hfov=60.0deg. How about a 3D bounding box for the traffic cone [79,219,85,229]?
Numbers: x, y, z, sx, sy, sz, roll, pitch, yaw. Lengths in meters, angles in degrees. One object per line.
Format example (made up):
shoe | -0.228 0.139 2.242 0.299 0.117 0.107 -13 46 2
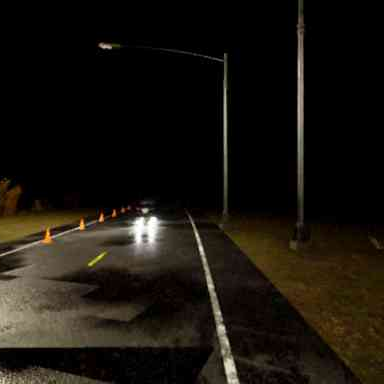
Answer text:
traffic cone | -6.483 1.873 19.615 0.340 0.580 0.340 0 0 -2

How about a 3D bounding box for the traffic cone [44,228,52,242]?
traffic cone | -6.339 1.896 14.641 0.340 0.580 0.340 0 0 -1

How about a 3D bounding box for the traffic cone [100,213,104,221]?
traffic cone | -6.666 1.849 24.588 0.340 0.580 0.340 0 0 -2

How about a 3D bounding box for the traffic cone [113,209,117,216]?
traffic cone | -6.887 1.823 29.559 0.340 0.580 0.340 0 0 -3

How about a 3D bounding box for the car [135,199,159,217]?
car | -3.964 1.354 29.767 2.128 1.511 4.902 0 0 -3
